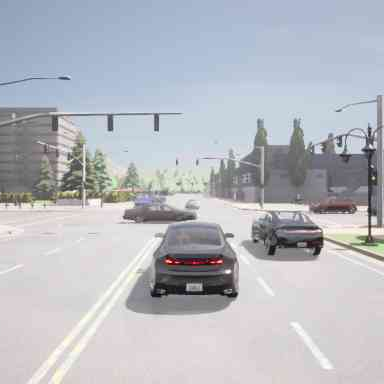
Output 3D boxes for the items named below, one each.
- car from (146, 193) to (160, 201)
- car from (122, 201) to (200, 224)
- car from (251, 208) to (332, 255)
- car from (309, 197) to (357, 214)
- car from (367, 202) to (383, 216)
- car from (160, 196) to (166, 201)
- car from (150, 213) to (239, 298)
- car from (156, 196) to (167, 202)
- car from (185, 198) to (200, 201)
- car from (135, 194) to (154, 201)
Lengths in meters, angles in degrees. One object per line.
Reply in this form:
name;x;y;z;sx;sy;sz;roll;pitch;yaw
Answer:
car;-7.090;1.477;57.491;1.882;1.535;5.008;0;0;0
car;-2.285;1.547;24.124;5.357;1.411;2.033;0;0;2
car;3.582;1.491;13.210;2.128;1.511;4.902;0;0;0
car;14.643;1.352;34.743;4.553;1.767;2.097;0;0;-1
car;19.083;1.505;31.293;4.892;1.490;1.837;0;0;-1
car;-7.024;1.491;67.193;2.128;1.511;4.902;0;0;0
car;0.061;1.505;8.530;1.837;1.490;4.892;0;0;0
car;-7.010;1.552;76.924;1.994;1.385;4.181;0;0;0
car;0.049;1.525;44.420;1.812;1.442;4.674;0;0;3
car;-7.137;1.477;47.898;1.882;1.535;5.008;0;0;1
